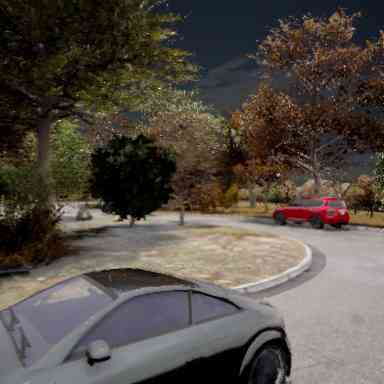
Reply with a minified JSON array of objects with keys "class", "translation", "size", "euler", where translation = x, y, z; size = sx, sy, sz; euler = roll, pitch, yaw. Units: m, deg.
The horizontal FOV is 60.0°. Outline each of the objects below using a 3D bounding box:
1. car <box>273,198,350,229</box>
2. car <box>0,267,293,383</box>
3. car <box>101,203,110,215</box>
[{"class":"car","translation":[8.183,1.417,23.346],"size":[2.150,2.045,5.566],"euler":[1,0,-30]},{"class":"car","translation":[-0.885,1.575,3.416],"size":[4.181,1.385,1.994],"euler":[1,0,-36]},{"class":"car","translation":[-6.199,1.252,32.882],"size":[5.566,2.045,2.150],"euler":[1,-1,19]}]
